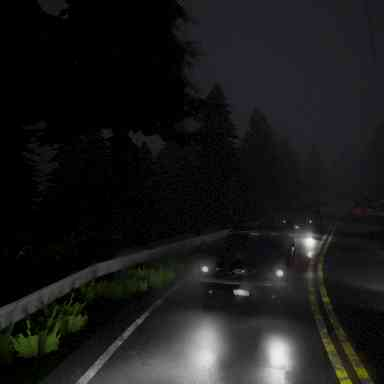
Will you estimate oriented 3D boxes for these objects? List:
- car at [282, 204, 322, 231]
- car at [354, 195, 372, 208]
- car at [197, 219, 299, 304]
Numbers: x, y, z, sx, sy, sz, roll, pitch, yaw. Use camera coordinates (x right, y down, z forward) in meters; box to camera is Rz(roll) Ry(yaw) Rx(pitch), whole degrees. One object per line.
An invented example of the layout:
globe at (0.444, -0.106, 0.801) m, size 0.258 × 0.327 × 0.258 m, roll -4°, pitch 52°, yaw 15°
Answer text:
car at (6.730, 1.461, 20.064) m, size 2.033 × 1.411 × 5.357 m, roll -2°, pitch 0°, yaw 26°
car at (20.739, 1.059, 40.207) m, size 2.128 × 1.511 × 4.902 m, roll -2°, pitch 0°, yaw 28°
car at (1.618, 1.599, 8.437) m, size 1.895 × 1.301 × 4.718 m, roll -1°, pitch 0°, yaw 18°
